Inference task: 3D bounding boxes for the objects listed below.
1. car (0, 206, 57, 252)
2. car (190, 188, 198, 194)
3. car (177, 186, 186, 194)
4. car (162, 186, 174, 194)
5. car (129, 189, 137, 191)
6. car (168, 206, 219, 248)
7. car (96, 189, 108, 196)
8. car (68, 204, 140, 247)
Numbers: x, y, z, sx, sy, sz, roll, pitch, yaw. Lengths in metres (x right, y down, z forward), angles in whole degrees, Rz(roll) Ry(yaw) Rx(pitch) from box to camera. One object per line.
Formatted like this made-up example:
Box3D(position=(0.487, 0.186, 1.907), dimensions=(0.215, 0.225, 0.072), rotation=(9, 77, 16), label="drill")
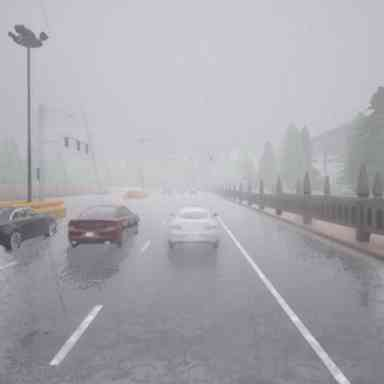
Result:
Box3D(position=(-6.925, 1.266, 12.814), dimensions=(2.128, 1.511, 4.902), rotation=(0, 1, 1), label="car")
Box3D(position=(0.451, -0.153, 88.028), dimensions=(1.812, 1.442, 4.674), rotation=(0, 1, 0), label="car")
Box3D(position=(-3.051, -0.193, 87.630), dimensions=(1.882, 1.535, 5.008), rotation=(0, 1, 0), label="car")
Box3D(position=(-6.551, -0.446, 87.674), dimensions=(2.150, 2.045, 5.566), rotation=(0, 1, 0), label="car")
Box3D(position=(-13.614, 0.095, 76.319), dimensions=(2.033, 1.411, 5.357), rotation=(0, 1, 0), label="car")
Box3D(position=(0.084, 1.289, 13.380), dimensions=(1.812, 1.442, 4.674), rotation=(0, 1, 1), label="car")
Box3D(position=(-20.614, 0.105, 76.484), dimensions=(1.994, 1.385, 4.181), rotation=(0, 1, 0), label="car")
Box3D(position=(-3.412, 1.235, 13.684), dimensions=(1.882, 1.535, 5.008), rotation=(0, 1, 1), label="car")
